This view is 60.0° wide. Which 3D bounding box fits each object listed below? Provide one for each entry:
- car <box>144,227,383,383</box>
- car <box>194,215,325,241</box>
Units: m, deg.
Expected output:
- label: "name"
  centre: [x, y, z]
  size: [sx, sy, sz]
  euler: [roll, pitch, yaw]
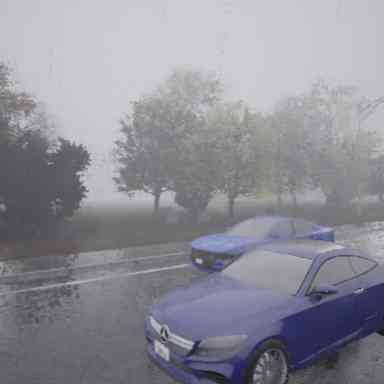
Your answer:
- label: "car"
  centre: [1.557, 1.526, 5.099]
  size: [4.674, 1.442, 1.812]
  euler: [0, 0, -35]
- label: "car"
  centre: [2.220, 1.477, 9.868]
  size: [5.008, 1.535, 1.882]
  euler: [0, 0, -35]
